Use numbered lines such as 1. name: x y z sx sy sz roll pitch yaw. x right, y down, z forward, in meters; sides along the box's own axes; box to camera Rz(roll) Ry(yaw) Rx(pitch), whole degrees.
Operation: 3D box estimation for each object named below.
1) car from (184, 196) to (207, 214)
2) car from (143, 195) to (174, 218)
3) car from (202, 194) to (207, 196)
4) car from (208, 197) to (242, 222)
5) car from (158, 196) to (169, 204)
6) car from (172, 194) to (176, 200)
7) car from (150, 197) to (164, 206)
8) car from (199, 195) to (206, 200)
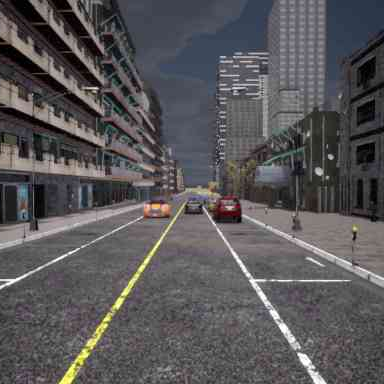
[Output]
1. car: 0.170 1.480 35.694 2.128 1.511 4.902 0 0 0
2. car: -3.032 1.343 29.667 2.097 1.767 4.553 0 0 0
3. car: 2.817 1.554 59.583 1.802 1.307 4.206 -1 0 0
4. car: 2.700 1.308 26.104 2.192 1.841 5.009 -1 0 0
5. car: -5.551 1.511 65.137 1.887 1.381 4.507 -1 0 0
6. car: -5.511 1.531 81.878 1.802 1.307 4.206 -1 0 0
7. car: -5.576 1.559 53.977 1.802 1.307 4.206 -1 0 0
8. car: 2.895 1.481 93.063 1.887 1.381 4.507 -1 0 0
